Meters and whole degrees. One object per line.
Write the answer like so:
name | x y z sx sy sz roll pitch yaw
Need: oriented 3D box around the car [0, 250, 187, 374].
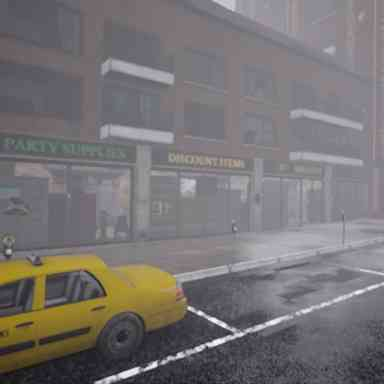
car | -2.359 1.520 4.392 4.829 1.417 1.752 -1 2 -35
